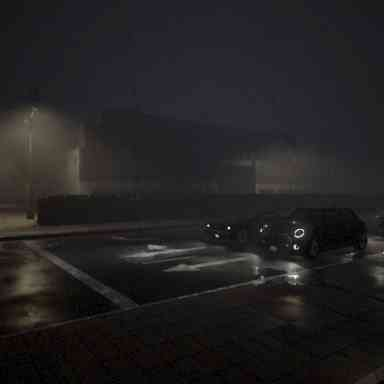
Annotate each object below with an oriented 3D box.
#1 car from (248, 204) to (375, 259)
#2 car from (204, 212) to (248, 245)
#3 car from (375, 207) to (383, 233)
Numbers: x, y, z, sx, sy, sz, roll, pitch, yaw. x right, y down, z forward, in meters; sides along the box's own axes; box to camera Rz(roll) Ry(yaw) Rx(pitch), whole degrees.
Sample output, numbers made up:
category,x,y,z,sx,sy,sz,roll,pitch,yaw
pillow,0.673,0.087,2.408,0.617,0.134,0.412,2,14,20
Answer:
category,x,y,z,sx,sy,sz,roll,pitch,yaw
car,4.632,1.352,12.660,4.553,1.767,2.097,0,0,-34
car,2.910,1.601,15.715,4.718,1.301,1.895,0,0,-34
car,12.099,1.477,17.769,5.008,1.535,1.882,0,0,-35
